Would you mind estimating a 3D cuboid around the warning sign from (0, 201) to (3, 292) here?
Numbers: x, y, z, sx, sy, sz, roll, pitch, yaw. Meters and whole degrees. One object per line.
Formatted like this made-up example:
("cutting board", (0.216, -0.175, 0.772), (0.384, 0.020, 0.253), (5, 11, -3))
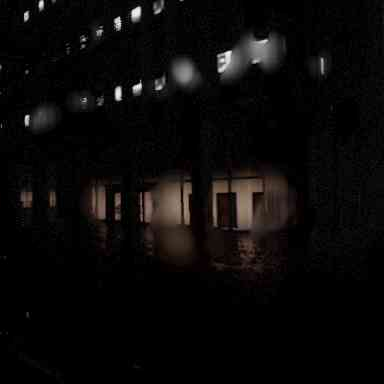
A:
("warning sign", (-4.728, 1.129, 6.635), (1.060, 1.860, 1.300), (-2, 0, 38))
